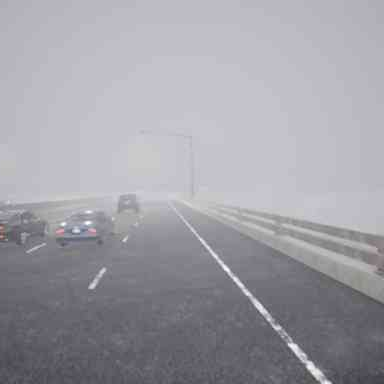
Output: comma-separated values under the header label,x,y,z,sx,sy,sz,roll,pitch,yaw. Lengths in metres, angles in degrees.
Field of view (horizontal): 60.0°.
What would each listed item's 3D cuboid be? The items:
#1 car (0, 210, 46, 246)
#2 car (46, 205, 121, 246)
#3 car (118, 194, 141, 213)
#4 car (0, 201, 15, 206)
label,x,y,z,sx,sy,sz,roll,pitch,yaw
car,-8.338,1.622,15.732,1.837,1.490,4.892,-1,0,-6
car,-4.814,1.587,15.646,2.033,1.411,5.357,-1,0,-6
car,-6.876,1.217,36.607,2.150,2.045,5.566,-1,0,-6
car,-21.141,1.799,36.941,2.128,1.511,4.902,-1,0,-5
